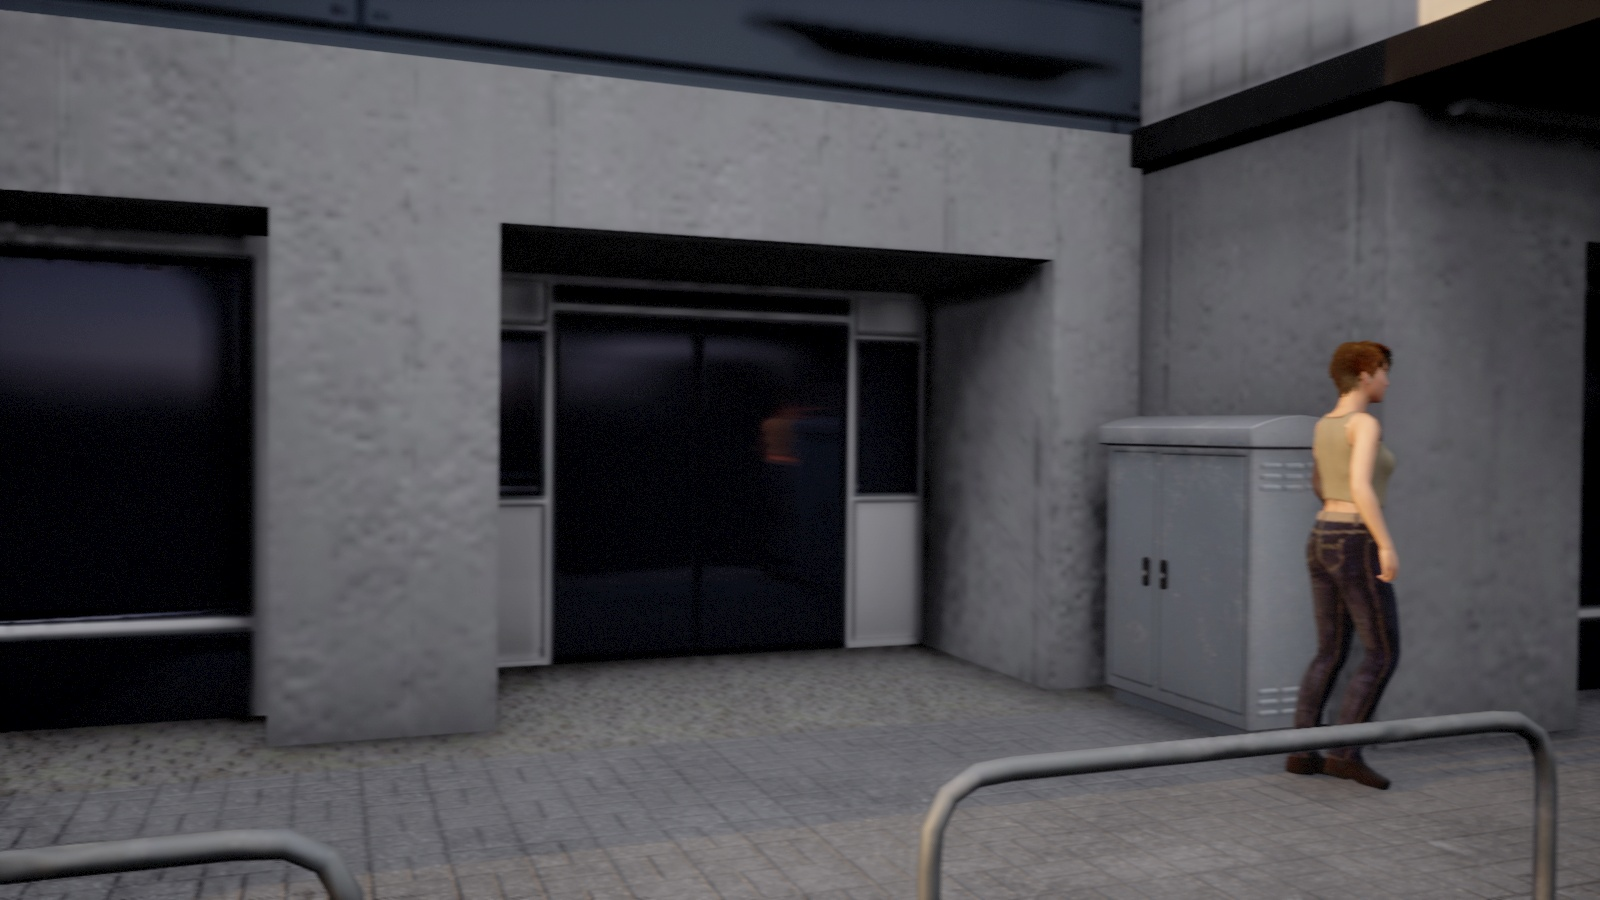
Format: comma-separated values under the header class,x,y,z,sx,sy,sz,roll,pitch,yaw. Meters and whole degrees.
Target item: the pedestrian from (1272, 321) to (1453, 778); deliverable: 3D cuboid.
class,x,y,z,sx,sy,sz,roll,pitch,yaw
pedestrian,2.334,0.397,5.236,0.594,1.836,0.345,-1,1,-3
